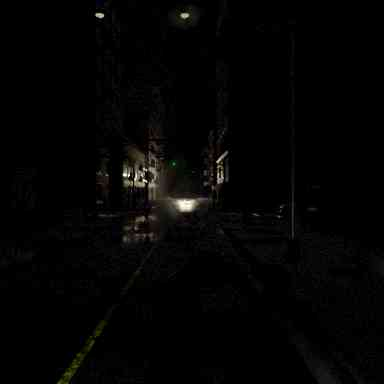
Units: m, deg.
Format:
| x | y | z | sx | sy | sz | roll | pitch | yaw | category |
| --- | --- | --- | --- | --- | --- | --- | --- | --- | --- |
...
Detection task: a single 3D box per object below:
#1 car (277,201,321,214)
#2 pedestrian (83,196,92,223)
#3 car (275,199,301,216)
| x | y | z | sx | sy | sz | roll | pitch | yaw | category |
| --- | --- | --- | --- | --- | --- | --- | --- | --- | --- |
| 11.507 | 1.665 | 36.042 | 4.206 | 1.307 | 1.802 | 1 | 0 | 0 | car |
| -6.858 | 1.130 | 21.770 | 0.375 | 1.860 | 0.375 | 0 | 0 | 0 | pedestrian |
| 10.751 | 1.445 | 33.467 | 4.553 | 1.767 | 2.097 | 1 | 0 | 0 | car |
